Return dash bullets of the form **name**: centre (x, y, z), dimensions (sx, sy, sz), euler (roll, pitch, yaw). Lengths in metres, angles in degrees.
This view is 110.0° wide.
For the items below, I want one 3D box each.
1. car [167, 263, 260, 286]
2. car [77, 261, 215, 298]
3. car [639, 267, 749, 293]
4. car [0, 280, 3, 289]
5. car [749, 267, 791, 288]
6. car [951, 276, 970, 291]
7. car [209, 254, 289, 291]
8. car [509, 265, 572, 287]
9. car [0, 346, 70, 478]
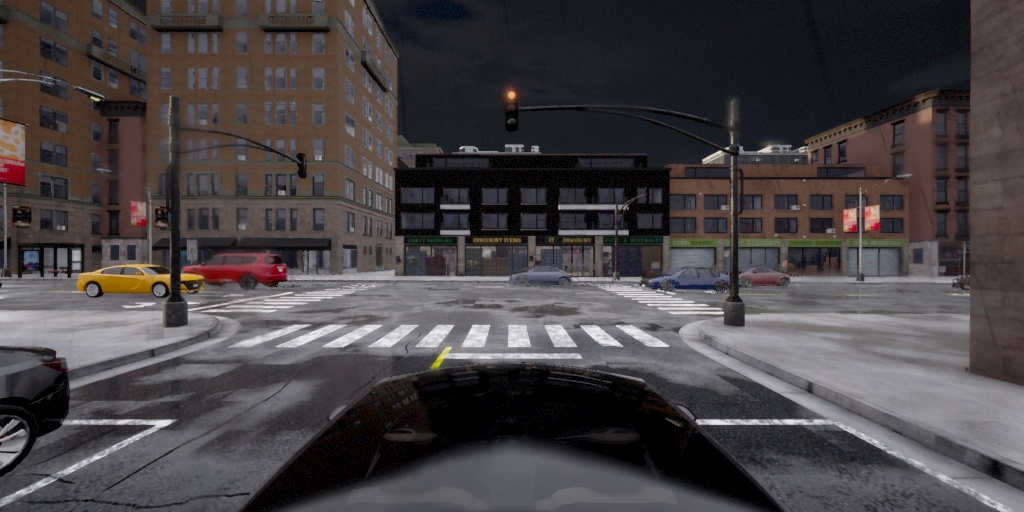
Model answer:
- **car**: centre (-19.904, 1.187, 24.034), dimensions (4.674, 1.442, 1.812), euler (0, 0, 0)
- **car**: centre (-17.782, 1.149, 17.356), dimensions (5.008, 1.535, 1.882), euler (0, 0, 0)
- **car**: centre (10.345, 1.356, 20.941), dimensions (5.357, 1.411, 2.033), euler (0, 0, 0)
- **car**: centre (-27.848, 1.150, 17.310), dimensions (4.674, 1.442, 1.812), euler (0, 0, 0)
- **car**: centre (16.262, 1.403, 24.220), dimensions (4.181, 1.385, 1.994), euler (0, 0, 0)
- **car**: centre (29.374, 1.456, 21.028), dimensions (5.357, 1.411, 2.033), euler (0, 0, 0)
- **car**: centre (-16.100, 0.901, 20.815), dimensions (5.566, 2.045, 2.150), euler (0, 0, 0)
- **car**: centre (1.914, 1.330, 24.152), dimensions (4.181, 1.385, 1.994), euler (0, 0, 0)
- **car**: centre (-5.387, 1.316, 1.866), dimensions (1.948, 1.339, 4.313), euler (0, 0, 0)
